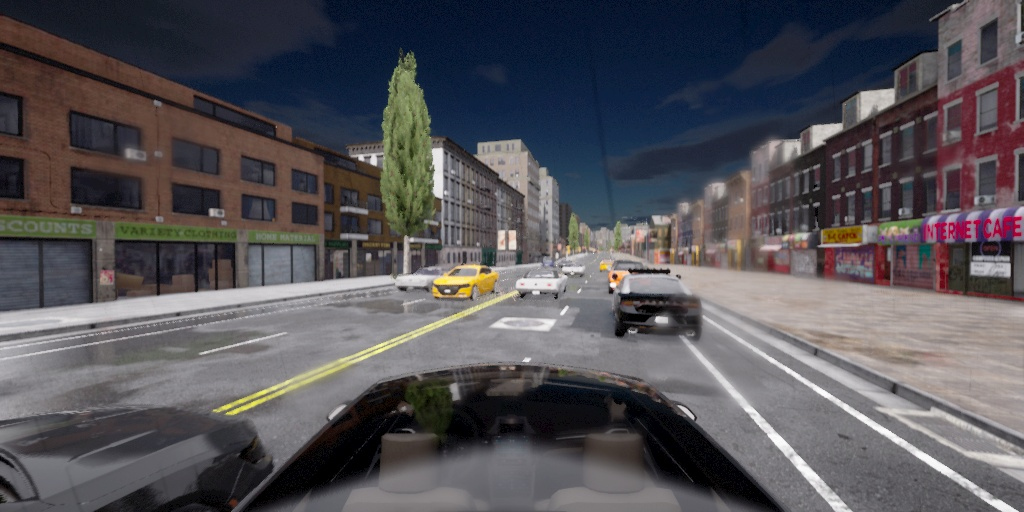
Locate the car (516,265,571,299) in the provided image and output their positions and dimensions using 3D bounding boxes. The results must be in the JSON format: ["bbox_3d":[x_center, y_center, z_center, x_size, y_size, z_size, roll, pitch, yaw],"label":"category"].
[{"bbox_3d":[1.651,1.313,18.007,1.895,1.301,4.718,0,0,15],"label":"car"}]

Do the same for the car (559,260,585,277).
[{"bbox_3d":[6.080,1.314,34.837,1.895,1.301,4.718,0,0,15],"label":"car"}]

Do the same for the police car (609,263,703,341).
[{"bbox_3d":[3.847,1.155,10.134,1.930,1.638,5.238,0,0,15],"label":"police car"}]

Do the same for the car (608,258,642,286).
[{"bbox_3d":[7.884,1.057,25.475,2.097,1.767,4.553,0,0,15],"label":"car"}]

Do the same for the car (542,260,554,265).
[{"bbox_3d":[6.416,1.376,62.262,1.812,1.442,4.674,0,0,15],"label":"car"}]

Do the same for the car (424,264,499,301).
[{"bbox_3d":[-2.073,1.191,17.397,1.882,1.535,5.008,0,0,15],"label":"car"}]

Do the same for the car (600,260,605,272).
[{"bbox_3d":[12.141,1.234,45.399,1.882,1.535,5.008,0,0,15],"label":"car"}]

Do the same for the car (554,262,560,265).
[{"bbox_3d":[8.616,1.314,57.930,2.128,1.511,4.902,0,0,15],"label":"car"}]

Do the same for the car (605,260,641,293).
[{"bbox_3d":[6.356,1.061,19.671,2.097,1.767,4.553,0,0,15],"label":"car"}]

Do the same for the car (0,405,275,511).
[{"bbox_3d":[-2.942,1.257,0.538,1.837,1.490,4.892,0,0,15],"label":"car"}]

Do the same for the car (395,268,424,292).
[{"bbox_3d":[-4.631,1.308,20.449,1.895,1.301,4.718,0,0,15],"label":"car"}]
